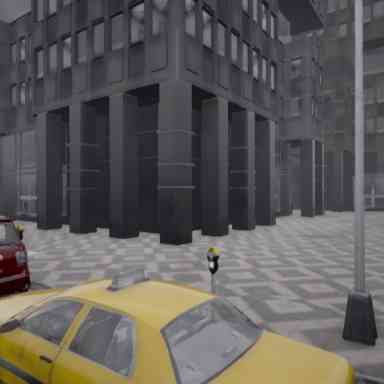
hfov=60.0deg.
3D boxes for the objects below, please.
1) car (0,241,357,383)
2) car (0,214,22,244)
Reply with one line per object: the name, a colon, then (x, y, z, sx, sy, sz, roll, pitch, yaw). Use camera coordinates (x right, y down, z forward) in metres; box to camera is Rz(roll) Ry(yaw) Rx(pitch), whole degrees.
car: (-0.864, 1.523, 3.583, 4.829, 1.417, 1.752, 0, 0, 36)
car: (-5.285, 1.314, 6.739, 5.009, 1.841, 2.192, 0, 0, 36)
